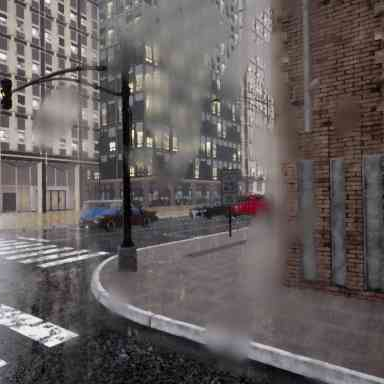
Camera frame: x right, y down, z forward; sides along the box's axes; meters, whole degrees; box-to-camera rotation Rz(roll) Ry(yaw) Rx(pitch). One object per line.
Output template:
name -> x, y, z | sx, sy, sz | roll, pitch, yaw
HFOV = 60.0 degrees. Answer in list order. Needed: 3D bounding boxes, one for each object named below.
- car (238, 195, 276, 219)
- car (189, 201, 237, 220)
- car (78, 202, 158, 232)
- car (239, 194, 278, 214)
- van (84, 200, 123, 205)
car -> 5.519, 1.250, 29.541 | 2.150, 2.045, 5.566 | -1, -1, 36
car -> 1.636, 1.578, 29.603 | 2.128, 1.511, 4.902 | -1, -1, 36
car -> -4.446, 1.614, 21.115 | 2.033, 1.411, 5.357 | -1, -1, 36
car -> 7.727, 1.329, 38.097 | 2.150, 2.045, 5.566 | -1, -1, 36
van -> -5.964, 1.460, 23.450 | 1.690, 1.788, 3.998 | -2, -1, 36
